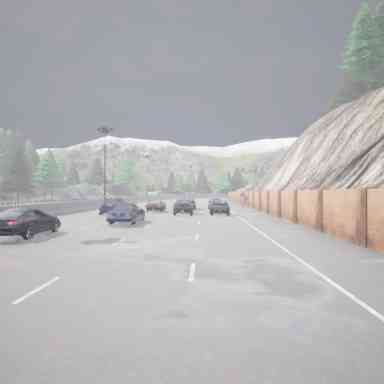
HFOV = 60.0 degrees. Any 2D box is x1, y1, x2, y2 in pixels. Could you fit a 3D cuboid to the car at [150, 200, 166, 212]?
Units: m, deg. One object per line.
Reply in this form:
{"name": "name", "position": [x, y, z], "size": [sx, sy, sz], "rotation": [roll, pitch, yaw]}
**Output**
{"name": "car", "position": [-4.129, 1.601, 38.642], "size": [1.895, 1.301, 4.718], "rotation": [0, 0, 2]}

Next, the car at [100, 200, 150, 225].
{"name": "car", "position": [-4.647, 1.547, 23.980], "size": [2.033, 1.411, 5.357], "rotation": [0, 0, 2]}

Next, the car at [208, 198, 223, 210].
{"name": "car", "position": [3.030, 1.525, 43.202], "size": [1.812, 1.442, 4.674], "rotation": [0, 0, 2]}

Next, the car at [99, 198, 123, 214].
{"name": "car", "position": [-7.799, 1.353, 33.754], "size": [2.097, 1.767, 4.553], "rotation": [0, 0, 2]}

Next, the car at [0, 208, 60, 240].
{"name": "car", "position": [-8.390, 1.525, 16.777], "size": [1.812, 1.442, 4.674], "rotation": [0, 0, 2]}

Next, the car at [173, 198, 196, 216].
{"name": "car", "position": [-0.823, 1.505, 33.027], "size": [1.837, 1.490, 4.892], "rotation": [0, 0, 2]}

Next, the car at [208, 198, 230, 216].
{"name": "car", "position": [2.670, 1.491, 32.758], "size": [2.128, 1.511, 4.902], "rotation": [0, 0, 2]}
